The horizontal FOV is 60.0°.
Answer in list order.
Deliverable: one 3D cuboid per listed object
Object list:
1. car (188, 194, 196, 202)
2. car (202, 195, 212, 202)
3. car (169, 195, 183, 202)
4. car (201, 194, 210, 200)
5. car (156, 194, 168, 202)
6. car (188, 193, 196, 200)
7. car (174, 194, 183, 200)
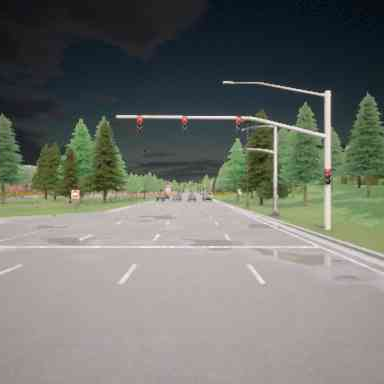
[{"bbox_3d":[0.000,1.452,74.855,1.994,1.385,4.181,0,0,0],"label":"car"},{"bbox_3d":[3.500,1.479,74.502,1.895,1.301,4.718,0,0,0],"label":"car"},{"bbox_3d":[-3.500,1.424,74.472,2.033,1.411,5.357,0,0,0],"label":"car"},{"bbox_3d":[3.500,1.371,88.223,2.033,1.411,5.357,0,0,0],"label":"car"},{"bbox_3d":[-7.000,1.425,74.888,1.812,1.442,4.674,0,0,0],"label":"car"},{"bbox_3d":[0.000,1.186,88.193,2.097,1.767,4.553,0,0,0],"label":"car"},{"bbox_3d":[-3.500,1.371,88.223,2.033,1.411,5.357,0,0,0],"label":"car"}]
